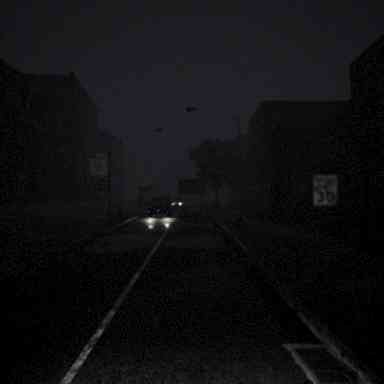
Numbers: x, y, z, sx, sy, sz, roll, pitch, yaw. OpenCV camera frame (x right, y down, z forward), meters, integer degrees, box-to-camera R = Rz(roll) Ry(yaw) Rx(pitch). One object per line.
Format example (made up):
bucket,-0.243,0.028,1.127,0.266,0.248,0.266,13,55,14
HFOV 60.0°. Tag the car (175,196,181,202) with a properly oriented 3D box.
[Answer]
car,-3.408,1.508,75.323,1.895,1.301,4.718,0,0,-1

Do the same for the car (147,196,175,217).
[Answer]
car,-3.181,1.391,33.884,2.150,2.045,5.566,0,0,0

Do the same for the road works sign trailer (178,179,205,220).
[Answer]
road works sign trailer,-0.033,0.614,29.622,2.380,3.560,2.880,0,0,0
